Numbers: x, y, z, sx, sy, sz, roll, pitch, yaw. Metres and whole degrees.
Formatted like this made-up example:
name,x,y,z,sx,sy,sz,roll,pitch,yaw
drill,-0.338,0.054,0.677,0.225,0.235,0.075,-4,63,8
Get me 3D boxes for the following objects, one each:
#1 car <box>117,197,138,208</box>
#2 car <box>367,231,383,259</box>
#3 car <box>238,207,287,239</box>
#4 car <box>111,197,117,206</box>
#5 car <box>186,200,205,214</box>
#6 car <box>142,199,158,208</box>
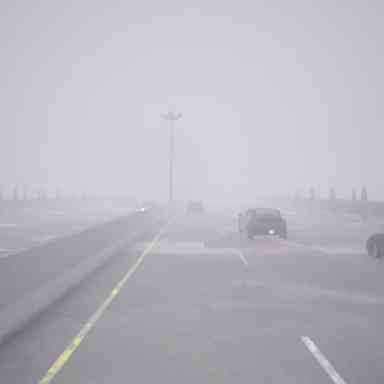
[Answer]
name,x,y,z,sx,sy,sz,roll,pitch,yaw
car,-9.781,1.694,52.619,2.033,1.411,5.357,0,0,2
car,7.103,1.554,9.853,1.812,1.442,4.674,0,0,0
car,3.610,1.554,17.534,1.837,1.490,4.892,0,0,0
car,-13.074,1.668,59.263,1.837,1.490,4.892,0,0,2
car,0.421,1.594,36.469,2.128,1.511,4.902,0,0,1
car,-6.354,1.705,50.417,1.994,1.385,4.181,0,0,2
